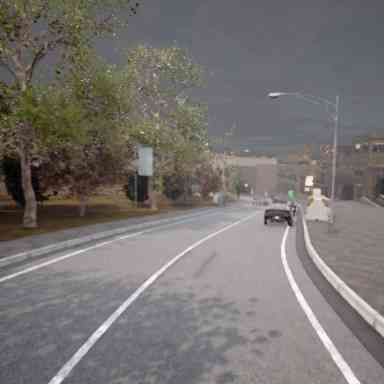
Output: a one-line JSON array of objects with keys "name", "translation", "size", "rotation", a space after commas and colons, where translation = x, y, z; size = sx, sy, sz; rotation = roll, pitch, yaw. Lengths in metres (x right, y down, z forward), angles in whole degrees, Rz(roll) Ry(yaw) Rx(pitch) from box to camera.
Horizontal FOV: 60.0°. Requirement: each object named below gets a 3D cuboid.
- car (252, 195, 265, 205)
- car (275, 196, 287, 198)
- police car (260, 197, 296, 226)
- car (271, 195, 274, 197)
[{"name": "car", "translation": [11.109, 1.305, 54.714], "size": [2.097, 1.767, 4.553], "rotation": [2, 0, 16]}, {"name": "car", "translation": [9.444, 1.564, 33.923], "size": [1.882, 1.535, 5.008], "rotation": [2, 1, 18]}, {"name": "police car", "translation": [6.414, 1.494, 24.457], "size": [1.930, 1.638, 5.238], "rotation": [2, 1, 18]}, {"name": "car", "translation": [18.973, 1.409, 75.149], "size": [1.994, 1.385, 4.181], "rotation": [1, 0, 5]}]
